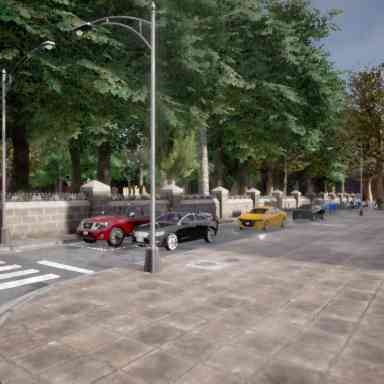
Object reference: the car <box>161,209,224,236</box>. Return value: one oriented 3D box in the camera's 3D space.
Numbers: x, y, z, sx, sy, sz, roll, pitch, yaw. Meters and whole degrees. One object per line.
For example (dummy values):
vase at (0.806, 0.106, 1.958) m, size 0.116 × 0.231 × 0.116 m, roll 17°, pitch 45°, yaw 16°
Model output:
car at (0.133, 1.787, 20.582) m, size 1.802 × 1.307 × 4.206 m, roll -1°, pitch -1°, yaw 36°

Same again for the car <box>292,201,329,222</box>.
car at (11.021, 1.870, 31.314) m, size 1.882 × 1.535 × 5.008 m, roll 0°, pitch -1°, yaw 36°

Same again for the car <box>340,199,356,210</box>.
car at (25.622, 2.317, 55.946) m, size 2.008 × 1.369 × 4.403 m, roll -1°, pitch -1°, yaw 36°

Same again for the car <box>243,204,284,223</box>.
car at (6.405, 1.860, 29.286) m, size 1.752 × 1.417 × 4.829 m, roll -1°, pitch -1°, yaw 36°

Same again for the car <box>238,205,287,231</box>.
car at (4.941, 1.742, 22.896) m, size 1.882 × 1.535 × 5.008 m, roll 0°, pitch -1°, yaw 35°

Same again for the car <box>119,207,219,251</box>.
car at (-0.630, 1.644, 15.170) m, size 2.128 × 1.511 × 4.902 m, roll 0°, pitch -1°, yaw 36°

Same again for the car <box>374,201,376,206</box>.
car at (41.276, 2.704, 77.678) m, size 2.008 × 1.369 × 4.403 m, roll -1°, pitch -1°, yaw 36°

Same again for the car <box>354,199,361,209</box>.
car at (28.808, 2.408, 60.365) m, size 1.947 × 1.339 × 4.313 m, roll -1°, pitch -1°, yaw 36°

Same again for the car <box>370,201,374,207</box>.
car at (38.367, 2.645, 73.626) m, size 1.947 × 1.339 × 4.313 m, roll -1°, pitch -1°, yaw 36°

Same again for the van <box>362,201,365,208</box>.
van at (31.994, 2.261, 64.790) m, size 1.690 × 1.788 × 3.998 m, roll -1°, pitch -1°, yaw 36°

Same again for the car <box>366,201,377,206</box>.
car at (44.349, 2.814, 81.975) m, size 1.802 × 1.307 × 4.206 m, roll -1°, pitch -1°, yaw 36°

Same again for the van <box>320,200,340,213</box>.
van at (19.249, 1.959, 47.109) m, size 1.690 × 1.788 × 3.998 m, roll -1°, pitch -1°, yaw 36°

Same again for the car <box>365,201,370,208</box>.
car at (35.081, 2.522, 69.069) m, size 1.752 × 1.417 × 4.829 m, roll -1°, pitch -1°, yaw 36°

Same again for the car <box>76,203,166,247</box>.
car at (-3.054, 1.457, 16.166) m, size 2.192 × 1.841 × 5.009 m, roll -1°, pitch -1°, yaw 36°
